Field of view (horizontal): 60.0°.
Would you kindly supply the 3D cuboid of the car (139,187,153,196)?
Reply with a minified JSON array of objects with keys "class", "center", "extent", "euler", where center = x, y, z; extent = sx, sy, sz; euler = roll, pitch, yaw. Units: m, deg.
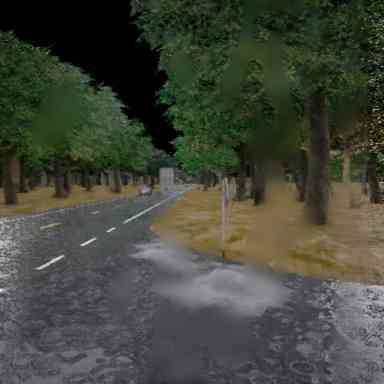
[{"class":"car","center":[-7.956,-0.163,57.336],"extent":[2.128,1.511,4.902],"euler":[-1,2,1]}]
